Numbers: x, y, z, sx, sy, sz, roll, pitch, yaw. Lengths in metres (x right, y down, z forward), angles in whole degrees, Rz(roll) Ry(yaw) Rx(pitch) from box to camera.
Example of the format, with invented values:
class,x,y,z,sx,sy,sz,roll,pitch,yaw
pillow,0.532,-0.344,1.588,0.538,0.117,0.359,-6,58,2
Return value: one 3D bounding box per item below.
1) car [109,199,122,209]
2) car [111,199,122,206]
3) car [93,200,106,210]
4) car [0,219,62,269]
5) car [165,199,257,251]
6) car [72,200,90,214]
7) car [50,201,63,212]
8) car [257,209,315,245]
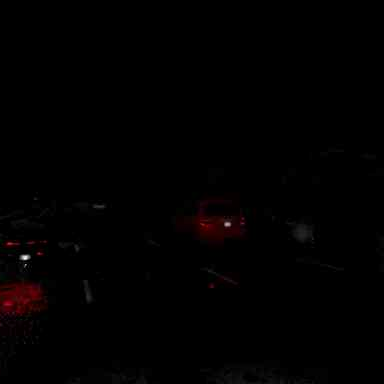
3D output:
class,x,y,z,sx,sy,sz,roll,pitch,yaw
car,-14.708,2.471,64.079,2.128,1.511,4.902,-1,-1,-21
car,-19.472,2.659,85.878,2.097,1.767,4.553,-1,-1,-21
car,-16.703,2.575,59.572,1.895,1.301,4.718,-1,-1,-21
car,-5.968,1.764,12.414,1.837,1.490,4.892,-1,0,-21
car,0.422,1.372,15.281,2.150,2.045,5.566,-1,0,-21
car,-16.424,2.341,49.395,1.882,1.535,5.008,-1,-1,-21
car,-22.815,2.574,55.977,1.837,1.490,4.892,-1,-1,-21
car,3.793,1.579,16.278,2.128,1.511,4.902,-1,-1,-21
